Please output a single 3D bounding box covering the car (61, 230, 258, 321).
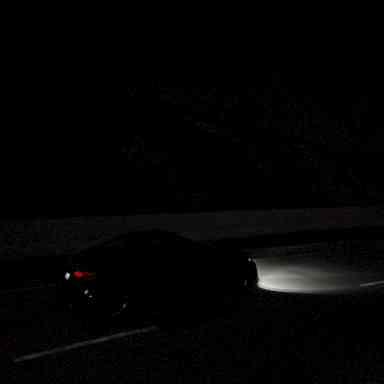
[{"bbox_3d":[-0.608,1.549,7.256,4.181,1.385,1.994,0,0,-30],"label":"car"}]
